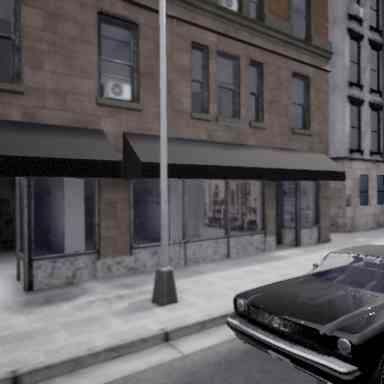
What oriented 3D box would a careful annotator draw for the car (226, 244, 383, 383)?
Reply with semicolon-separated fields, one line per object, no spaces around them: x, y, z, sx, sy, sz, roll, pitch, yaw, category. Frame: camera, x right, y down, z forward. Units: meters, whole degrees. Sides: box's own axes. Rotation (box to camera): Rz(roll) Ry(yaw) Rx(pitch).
2.802;1.576;5.082;4.718;1.301;1.895;0;0;-36;car
